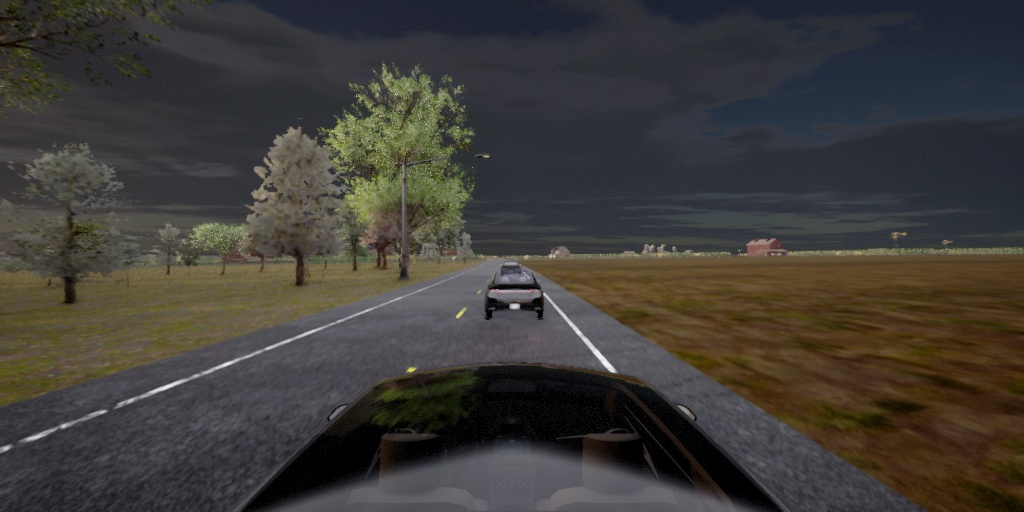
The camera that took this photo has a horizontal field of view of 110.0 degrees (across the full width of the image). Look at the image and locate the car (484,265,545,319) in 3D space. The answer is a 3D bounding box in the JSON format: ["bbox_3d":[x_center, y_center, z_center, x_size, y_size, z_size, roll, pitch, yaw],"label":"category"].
[{"bbox_3d":[0.070,1.236,12.712,2.128,1.511,4.902,0,0,0],"label":"car"}]

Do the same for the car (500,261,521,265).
[{"bbox_3d":[-0.106,1.217,34.713,1.882,1.535,5.008,0,0,-1],"label":"car"}]
